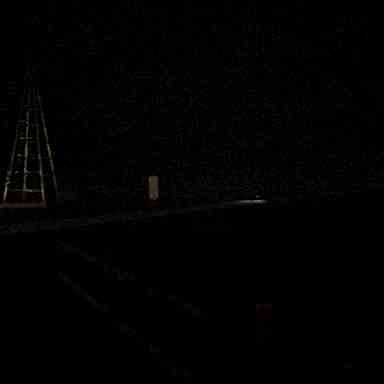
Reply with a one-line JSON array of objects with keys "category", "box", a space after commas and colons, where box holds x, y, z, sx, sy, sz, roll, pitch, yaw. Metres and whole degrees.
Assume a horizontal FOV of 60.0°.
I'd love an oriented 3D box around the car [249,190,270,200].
[{"category": "car", "box": [10.674, 0.519, 52.228, 1.837, 1.490, 4.892, -2, 0, 35]}]
